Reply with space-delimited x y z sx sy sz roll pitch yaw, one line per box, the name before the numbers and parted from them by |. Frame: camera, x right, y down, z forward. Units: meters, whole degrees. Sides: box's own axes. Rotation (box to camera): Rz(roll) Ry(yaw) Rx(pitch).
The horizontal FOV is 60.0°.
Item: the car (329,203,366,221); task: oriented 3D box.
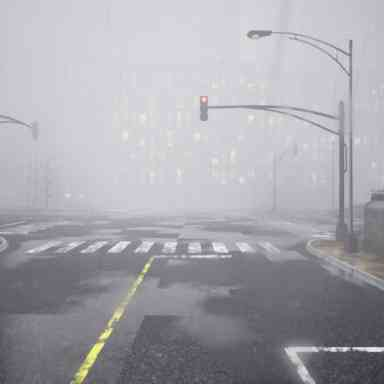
car | 14.555 1.708 29.060 4.892 1.490 1.837 1 0 -1
